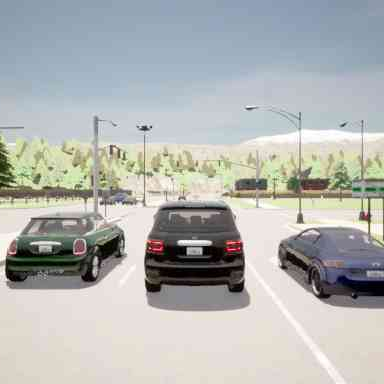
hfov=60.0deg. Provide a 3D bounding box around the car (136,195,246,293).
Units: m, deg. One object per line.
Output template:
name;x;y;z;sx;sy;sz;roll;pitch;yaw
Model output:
car;0.072;1.221;9.030;2.150;2.045;5.566;0;0;0

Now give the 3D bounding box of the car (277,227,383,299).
car;3.575;1.564;8.485;1.994;1.385;4.181;0;0;0

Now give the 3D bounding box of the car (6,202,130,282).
car;-3.420;1.352;9.924;2.097;1.767;4.553;0;0;0

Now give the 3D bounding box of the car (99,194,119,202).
car;-14.417;1.564;56.793;1.994;1.385;4.181;0;0;1

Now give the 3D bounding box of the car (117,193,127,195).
car;-14.207;1.221;66.536;2.150;2.045;5.566;0;0;1

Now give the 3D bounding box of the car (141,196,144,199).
car;-10.680;1.525;67.801;1.812;1.442;4.674;0;0;1

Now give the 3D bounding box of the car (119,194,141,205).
car;-10.886;1.547;58.081;2.033;1.411;5.357;0;0;1

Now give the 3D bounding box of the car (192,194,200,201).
car;1.089;1.311;83.377;1.882;1.535;5.008;0;0;1
